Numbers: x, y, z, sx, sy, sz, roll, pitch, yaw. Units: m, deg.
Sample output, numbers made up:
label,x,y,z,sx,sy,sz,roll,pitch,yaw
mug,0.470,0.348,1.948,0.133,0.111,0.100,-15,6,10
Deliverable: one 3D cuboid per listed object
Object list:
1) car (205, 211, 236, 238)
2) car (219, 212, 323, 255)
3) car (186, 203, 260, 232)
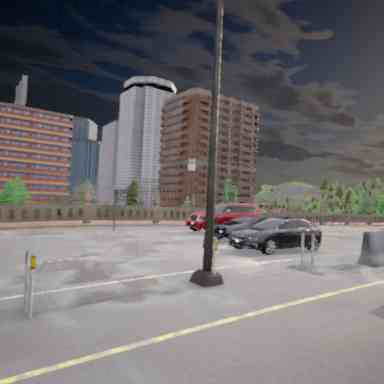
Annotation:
label,x,y,z,sx,sy,sz,roll,pitch,yaw
car,3.150,1.995,18.573,4.181,1.385,1.994,4,-2,-35
car,3.800,1.848,14.744,4.892,1.490,1.837,4,-2,-35
car,2.287,1.729,22.250,5.566,2.045,2.150,4,-2,-35
